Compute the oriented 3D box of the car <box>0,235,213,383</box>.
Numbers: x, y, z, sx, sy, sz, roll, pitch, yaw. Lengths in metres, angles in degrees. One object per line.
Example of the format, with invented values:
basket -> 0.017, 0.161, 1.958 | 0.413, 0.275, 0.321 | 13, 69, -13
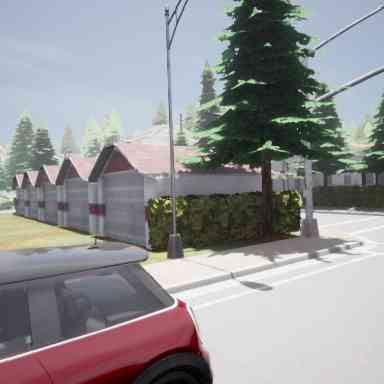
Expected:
car -> -2.087, 1.353, 2.504 | 4.553, 1.767, 2.097 | -2, 1, -36
